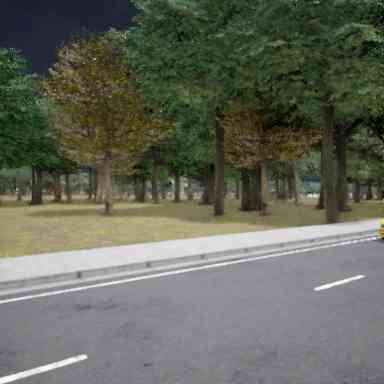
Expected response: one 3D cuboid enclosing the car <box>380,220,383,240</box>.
[{"bbox_3d":[10.489,1.404,15.140,5.008,1.535,1.882,0,0,-35],"label":"car"}]
